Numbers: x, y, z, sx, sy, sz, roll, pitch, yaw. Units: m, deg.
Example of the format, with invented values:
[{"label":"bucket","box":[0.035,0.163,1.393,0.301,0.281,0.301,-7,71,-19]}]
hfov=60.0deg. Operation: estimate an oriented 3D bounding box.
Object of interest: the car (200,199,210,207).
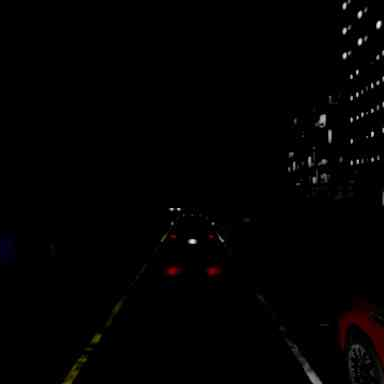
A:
[{"label":"car","box":[2.709,2.301,69.582,1.752,1.417,4.829,0,-1,0]}]

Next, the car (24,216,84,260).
[{"label":"car","box":[-5.687,1.680,13.096,1.887,1.381,4.507,0,-1,0]}]

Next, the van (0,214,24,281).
[{"label":"van","box":[-5.689,1.418,7.466,1.690,1.788,3.998,0,-1,0]}]

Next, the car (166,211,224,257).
[{"label":"car","box":[0.030,1.704,13.524,1.994,1.385,4.181,0,-1,0]}]

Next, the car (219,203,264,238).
[{"label":"car","box":[2.693,1.510,18.729,2.192,1.841,5.009,0,-1,0]}]

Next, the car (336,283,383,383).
[{"label":"car","box":[2.689,1.335,1.833,2.192,1.841,5.009,0,-1,0]}]

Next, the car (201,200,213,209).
[{"label":"car","box":[2.705,2.205,58.148,1.947,1.339,4.313,0,-1,0]}]

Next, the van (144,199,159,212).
[{"label":"van","box":[-5.678,1.849,46.888,1.690,1.788,3.998,0,-1,0]}]

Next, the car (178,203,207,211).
[{"label":"car","box":[0.027,1.900,28.248,1.895,1.301,4.718,0,-1,0]}]

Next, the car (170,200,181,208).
[{"label":"car","box":[-3.020,2.226,61.437,2.033,1.411,5.357,0,-1,1]}]
